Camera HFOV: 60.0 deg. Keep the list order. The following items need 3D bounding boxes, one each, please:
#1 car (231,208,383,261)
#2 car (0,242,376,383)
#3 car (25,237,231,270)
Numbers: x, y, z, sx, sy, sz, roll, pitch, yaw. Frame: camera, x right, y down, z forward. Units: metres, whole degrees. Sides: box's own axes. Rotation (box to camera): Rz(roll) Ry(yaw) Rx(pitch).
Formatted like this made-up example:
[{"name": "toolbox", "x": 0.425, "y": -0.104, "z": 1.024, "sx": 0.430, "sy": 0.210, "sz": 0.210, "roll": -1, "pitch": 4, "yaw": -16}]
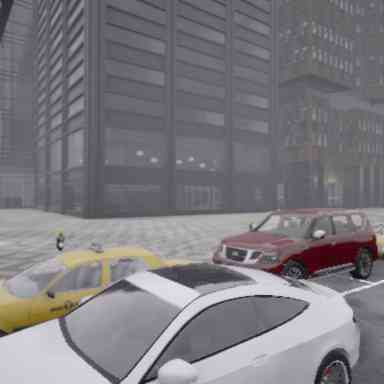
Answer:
[{"name": "car", "x": 2.918, "y": 1.382, "z": 8.738, "sx": 5.009, "sy": 1.841, "sz": 2.192, "roll": 1, "pitch": -1, "yaw": -36}, {"name": "car", "x": -0.169, "y": 1.540, "z": 3.258, "sx": 4.674, "sy": 1.442, "sz": 1.812, "roll": 1, "pitch": 0, "yaw": -36}, {"name": "car", "x": -1.812, "y": 1.539, "z": 5.360, "sx": 4.829, "sy": 1.417, "sz": 1.752, "roll": 1, "pitch": -1, "yaw": -36}]
